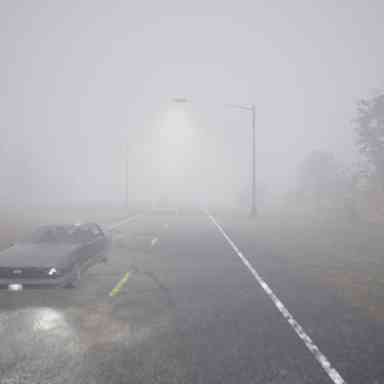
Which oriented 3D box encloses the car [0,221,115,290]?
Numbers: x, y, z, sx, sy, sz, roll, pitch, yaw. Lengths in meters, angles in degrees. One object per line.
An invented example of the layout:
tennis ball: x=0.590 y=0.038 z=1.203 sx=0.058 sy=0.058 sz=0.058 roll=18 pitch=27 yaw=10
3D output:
car: x=-3.600 y=1.562 z=9.447 sx=2.033 sy=1.411 sz=5.357 roll=0 pitch=0 yaw=0

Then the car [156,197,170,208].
car: x=-4.490 y=1.608 z=51.558 sx=1.837 sy=1.490 sz=4.892 roll=0 pitch=0 yaw=-6
